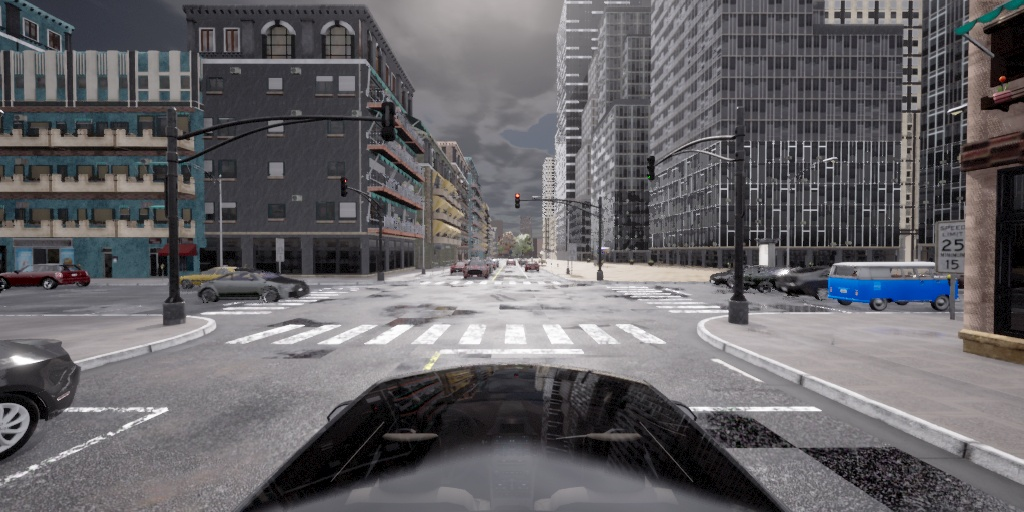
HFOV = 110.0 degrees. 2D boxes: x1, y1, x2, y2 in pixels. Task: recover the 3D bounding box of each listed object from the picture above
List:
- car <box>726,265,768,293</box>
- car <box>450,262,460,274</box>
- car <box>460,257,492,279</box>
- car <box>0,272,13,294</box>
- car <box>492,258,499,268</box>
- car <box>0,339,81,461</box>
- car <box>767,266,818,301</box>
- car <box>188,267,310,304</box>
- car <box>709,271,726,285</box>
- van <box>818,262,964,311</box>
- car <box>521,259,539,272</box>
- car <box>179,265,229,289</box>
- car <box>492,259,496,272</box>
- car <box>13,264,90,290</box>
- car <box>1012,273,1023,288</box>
[{"bbox_3d":[14.805,1.289,19.646,4.718,1.301,1.895,0,1,0],"label":"car"},{"bbox_3d":[-5.801,1.289,40.215,1.888,1.381,4.507,0,0,0],"label":"car"},{"bbox_3d":[-3.163,1.097,32.497,2.097,1.767,4.553,0,0,-1],"label":"car"},{"bbox_3d":[-26.432,1.431,16.258,4.718,1.301,1.895,0,1,0],"label":"car"},{"bbox_3d":[-3.237,1.345,51.590,1.895,1.301,4.718,0,0,0],"label":"car"},{"bbox_3d":[-5.690,1.300,2.149,2.007,1.370,4.403,0,0,0],"label":"car"},{"bbox_3d":[14.913,1.243,16.443,4.892,1.490,1.837,-1,1,0],"label":"car"},{"bbox_3d":[-11.638,1.358,16.324,4.181,1.385,1.994,0,1,0],"label":"car"},{"bbox_3d":[14.619,1.215,22.244,4.313,1.339,1.948,0,0,0],"label":"car"},{"bbox_3d":[14.657,1.117,13.864,3.998,1.789,1.690,0,0,0],"label":"van"},{"bbox_3d":[2.530,1.289,45.945,1.888,1.381,4.507,0,0,0],"label":"car"},{"bbox_3d":[-17.939,1.246,22.096,4.829,1.417,1.751,0,0,0],"label":"car"},{"bbox_3d":[-3.211,1.345,41.527,1.895,1.301,4.718,0,0,0],"label":"car"},{"bbox_3d":[-28.837,1.189,22.046,4.097,1.591,1.967,0,0,0],"label":"car"},{"bbox_3d":[24.593,1.218,19.686,5.357,1.411,2.033,0,1,0],"label":"car"}]
